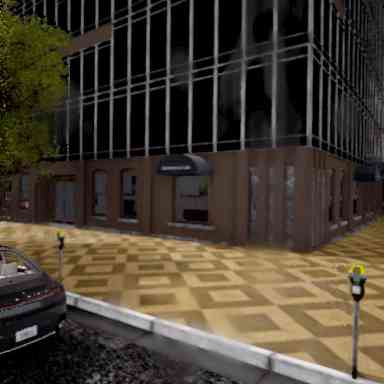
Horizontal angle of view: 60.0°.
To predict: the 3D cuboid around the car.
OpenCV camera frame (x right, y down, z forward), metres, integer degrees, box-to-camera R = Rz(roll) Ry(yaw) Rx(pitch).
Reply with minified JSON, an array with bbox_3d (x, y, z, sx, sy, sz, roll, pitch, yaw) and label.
[{"bbox_3d":[-3.856,1.544,5.456,4.403,1.369,2.008,0,1,35],"label":"car"}]
